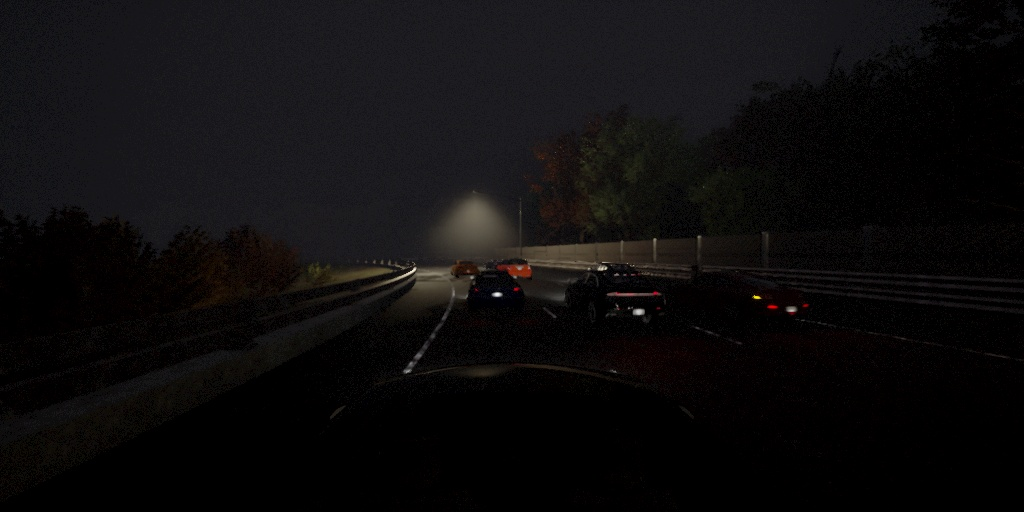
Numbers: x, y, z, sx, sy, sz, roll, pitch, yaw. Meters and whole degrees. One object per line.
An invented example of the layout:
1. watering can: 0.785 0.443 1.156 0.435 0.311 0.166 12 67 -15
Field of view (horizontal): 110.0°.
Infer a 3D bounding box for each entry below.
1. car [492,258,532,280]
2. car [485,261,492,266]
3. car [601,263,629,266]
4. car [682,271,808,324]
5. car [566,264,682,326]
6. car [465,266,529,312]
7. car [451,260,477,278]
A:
1. car: 0.047 0.973 29.232 2.097 1.767 4.553 0 0 -14
2. car: -2.060 1.110 46.290 1.994 1.385 4.181 0 0 -23
3. car: 5.529 1.149 20.258 2.128 1.511 4.902 0 0 -9
4. car: 6.962 1.224 11.722 1.812 1.442 4.674 0 0 -10
5. car: 3.048 1.193 11.530 2.128 1.511 4.902 0 0 -4
6. car: -0.706 1.257 14.013 1.994 1.385 4.181 0 0 -6
7. car: -4.298 1.090 32.004 1.882 1.535 5.008 0 0 -16
